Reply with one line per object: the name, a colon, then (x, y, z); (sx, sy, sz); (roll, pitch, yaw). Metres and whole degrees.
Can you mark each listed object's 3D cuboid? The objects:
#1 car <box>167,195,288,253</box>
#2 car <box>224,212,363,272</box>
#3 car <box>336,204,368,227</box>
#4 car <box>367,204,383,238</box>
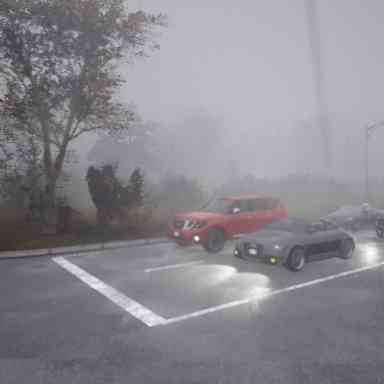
car: (1.683, 1.168, 13.790); (5.566, 2.045, 2.150); (0, 0, -35)
car: (3.362, 1.513, 10.692); (4.181, 1.385, 1.994); (0, 0, -36)
car: (9.619, 1.415, 19.437); (4.674, 1.442, 1.812); (0, 0, -35)
car: (10.729, 1.373, 15.932); (5.008, 1.535, 1.882); (0, 0, -36)
